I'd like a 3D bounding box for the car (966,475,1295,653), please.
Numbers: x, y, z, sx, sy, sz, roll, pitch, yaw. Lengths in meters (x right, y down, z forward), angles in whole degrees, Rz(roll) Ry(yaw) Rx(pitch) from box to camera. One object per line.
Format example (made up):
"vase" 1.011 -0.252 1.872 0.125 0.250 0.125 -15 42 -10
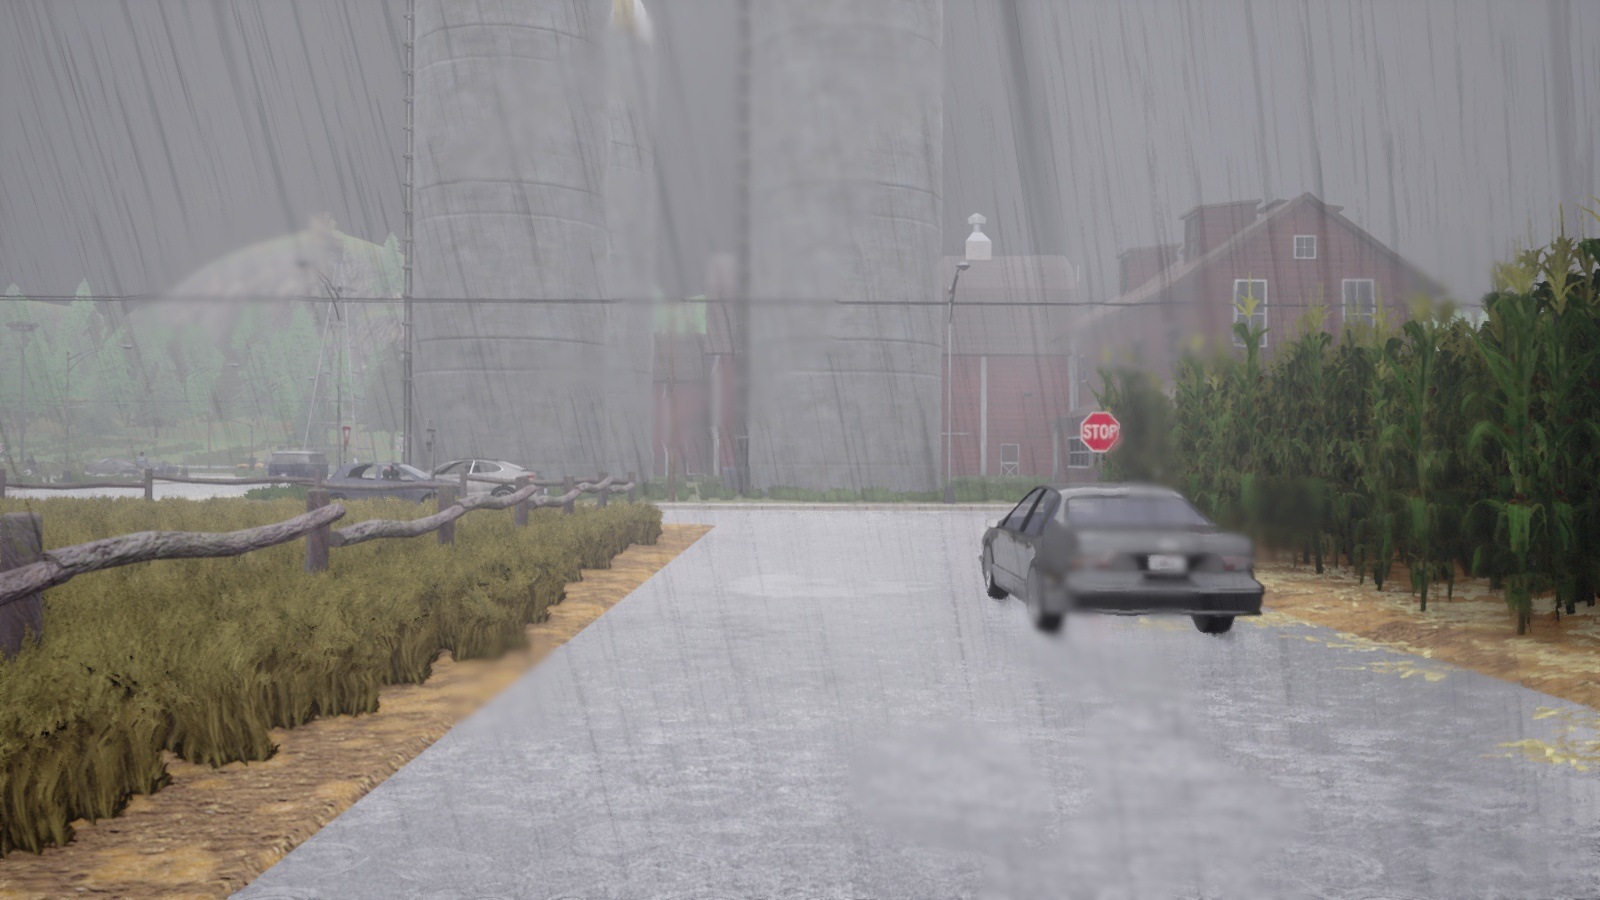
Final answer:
"car" 3.113 1.006 13.166 2.033 1.411 5.357 0 0 0

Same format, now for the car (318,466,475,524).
"car" -10.775 1.187 33.731 3.633 1.501 1.845 0 0 0

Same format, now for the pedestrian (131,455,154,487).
"pedestrian" -38.169 1.230 72.863 0.874 1.855 0.900 0 0 -2

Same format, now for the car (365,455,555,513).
"car" -10.009 0.974 37.201 5.027 1.651 2.152 0 0 1

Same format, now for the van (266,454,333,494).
"van" -26.109 1.225 65.665 1.775 1.987 4.442 0 0 -1
